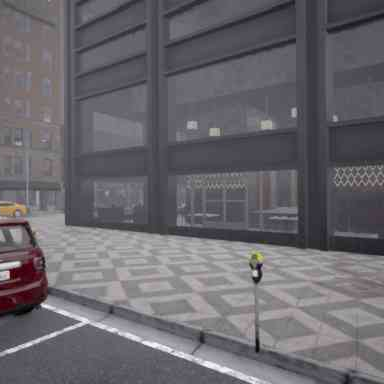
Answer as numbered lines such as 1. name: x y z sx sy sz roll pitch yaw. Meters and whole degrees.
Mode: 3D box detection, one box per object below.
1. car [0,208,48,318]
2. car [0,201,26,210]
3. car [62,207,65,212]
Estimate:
1. car: -4.743 1.315 6.248 5.009 1.841 2.192 0 -1 36
2. car: -18.234 1.635 31.174 1.882 1.535 5.008 -1 -1 36
3. car: -12.461 1.787 39.157 2.033 1.411 5.357 -1 -1 35
